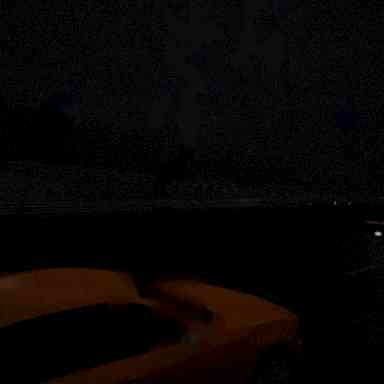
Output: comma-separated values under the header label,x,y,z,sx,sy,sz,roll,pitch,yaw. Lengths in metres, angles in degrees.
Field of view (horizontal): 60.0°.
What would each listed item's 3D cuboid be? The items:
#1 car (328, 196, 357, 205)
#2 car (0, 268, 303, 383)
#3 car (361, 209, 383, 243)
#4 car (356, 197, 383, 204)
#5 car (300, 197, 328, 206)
label,x,y,z,sx,sy,sz,roll,pitch,yaw
car,18.437,1.299,38.768,4.553,1.767,2.097,0,0,-36
car,-1.057,1.479,3.014,5.008,1.535,1.882,0,0,-35
car,9.511,1.473,14.888,4.902,1.511,2.128,0,0,-36
car,20.016,1.452,35.597,4.892,1.490,1.837,0,0,-36
car,15.262,1.430,40.800,5.008,1.535,1.882,0,0,-36
